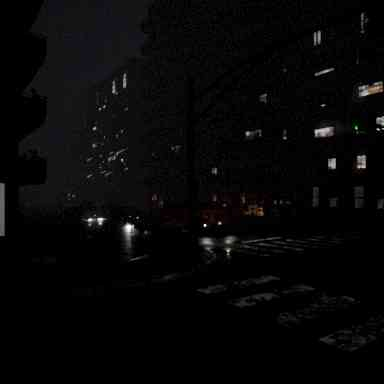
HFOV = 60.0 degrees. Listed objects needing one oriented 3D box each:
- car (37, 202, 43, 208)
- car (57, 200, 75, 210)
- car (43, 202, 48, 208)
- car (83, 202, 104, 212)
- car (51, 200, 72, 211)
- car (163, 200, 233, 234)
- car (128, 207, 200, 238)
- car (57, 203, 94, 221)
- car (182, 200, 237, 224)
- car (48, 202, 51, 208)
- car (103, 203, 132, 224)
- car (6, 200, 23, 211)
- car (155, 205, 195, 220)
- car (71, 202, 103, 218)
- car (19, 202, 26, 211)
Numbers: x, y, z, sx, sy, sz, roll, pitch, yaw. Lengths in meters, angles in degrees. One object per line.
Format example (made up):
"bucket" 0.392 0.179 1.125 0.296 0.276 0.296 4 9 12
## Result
"car" -35.087 3.050 80.036 1.887 1.381 4.507 -1 0 -36
"car" -25.122 2.524 66.278 2.192 1.841 5.009 -1 0 -36
"car" -31.763 2.973 75.450 1.947 1.339 4.313 -1 0 -36
"car" -16.368 2.433 55.051 1.882 1.535 5.008 0 -1 -36
"car" -22.676 2.570 58.574 2.128 1.511 4.902 0 -1 -36
"car" 0.013 1.532 21.804 2.150 2.045 5.566 0 -1 -36
"car" -1.829 1.833 19.920 1.752 1.417 4.829 -1 0 -36
"car" -11.899 2.163 33.816 1.887 1.381 4.507 -1 0 -36
"car" 1.464 1.713 29.592 2.192 1.841 5.009 -1 0 -36
"car" -28.446 2.624 70.865 2.192 1.841 5.009 -1 0 -36
"car" -6.048 2.003 30.181 1.837 1.490 4.892 0 -1 -36
"car" -35.169 2.640 65.917 2.192 1.841 5.009 -1 0 -36
"car" -1.853 2.045 34.177 1.887 1.381 4.507 -1 0 -36
"car" -12.198 2.234 38.685 2.033 1.411 5.357 0 -1 -36
"car" -31.840 2.770 61.332 1.887 1.381 4.507 -1 0 -36
